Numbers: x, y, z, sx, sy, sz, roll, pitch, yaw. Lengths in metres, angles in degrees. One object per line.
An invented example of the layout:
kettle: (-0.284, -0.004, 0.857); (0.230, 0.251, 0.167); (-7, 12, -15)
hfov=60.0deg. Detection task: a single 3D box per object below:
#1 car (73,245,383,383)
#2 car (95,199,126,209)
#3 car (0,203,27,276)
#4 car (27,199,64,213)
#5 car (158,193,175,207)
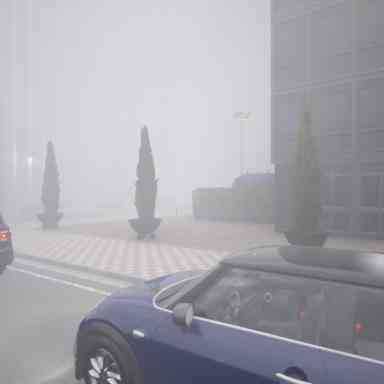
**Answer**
car: (0.843, 1.353, 3.392); (4.553, 1.767, 2.097); (0, 0, 36)
car: (-11.058, 1.602, 45.324); (1.994, 1.385, 4.181); (0, 0, 35)
car: (-7.030, 1.233, 8.992); (5.566, 2.045, 2.150); (0, 0, 36)
car: (-16.761, 1.529, 37.190); (2.128, 1.511, 4.902); (0, 0, 35)
car: (-4.968, 1.259, 54.002); (2.150, 2.045, 5.566); (0, 0, 35)
